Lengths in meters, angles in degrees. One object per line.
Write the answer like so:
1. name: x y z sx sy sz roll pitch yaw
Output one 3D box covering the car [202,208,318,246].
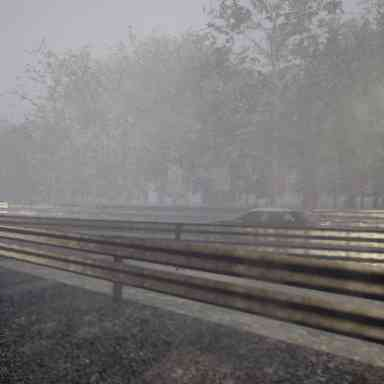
1. car: 2.834 1.485 14.164 4.856 1.649 2.033 0 0 22
